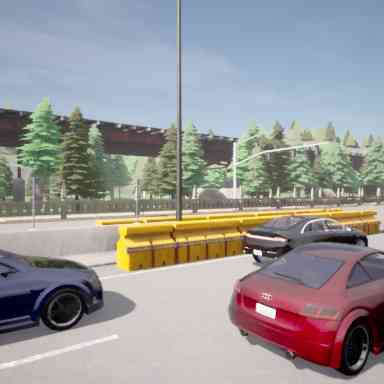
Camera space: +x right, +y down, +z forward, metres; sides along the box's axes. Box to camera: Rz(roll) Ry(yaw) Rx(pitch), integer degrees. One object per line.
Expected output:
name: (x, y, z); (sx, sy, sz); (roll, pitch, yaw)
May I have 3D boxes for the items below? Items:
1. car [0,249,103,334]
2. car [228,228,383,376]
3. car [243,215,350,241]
car: (-3.638, 1.564, 5.448); (4.181, 1.385, 1.994); (0, 0, -36)
car: (2.629, 1.566, 5.635); (4.181, 1.385, 1.994); (0, 0, -35)
car: (3.822, 1.495, 10.781); (4.902, 1.511, 2.128); (0, 0, -36)
